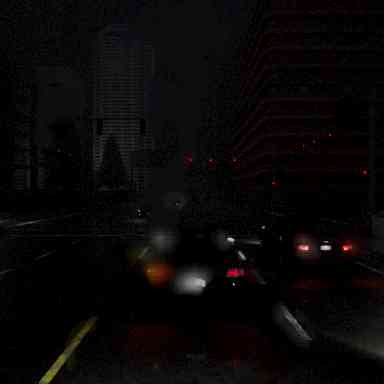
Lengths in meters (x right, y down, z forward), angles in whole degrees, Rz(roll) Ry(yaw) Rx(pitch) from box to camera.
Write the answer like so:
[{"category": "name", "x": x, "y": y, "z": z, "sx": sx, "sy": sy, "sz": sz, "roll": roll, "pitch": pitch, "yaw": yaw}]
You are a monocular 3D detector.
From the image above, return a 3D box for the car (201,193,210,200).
[{"category": "car", "x": 3.642, "y": 1.207, "z": 90.481, "sx": 2.150, "sy": 2.045, "sz": 5.566, "roll": 0, "pitch": 0, "yaw": 0}]

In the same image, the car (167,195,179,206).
[{"category": "car", "x": -3.509, "y": 1.601, "z": 53.179, "sx": 1.895, "sy": 1.301, "sz": 4.718, "roll": 0, "pitch": 0, "yaw": 0}]

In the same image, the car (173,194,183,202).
[{"category": "car", "x": -3.374, "y": 1.355, "z": 80.242, "sx": 2.097, "sy": 1.767, "sz": 4.553, "roll": 0, "pitch": 0, "yaw": 0}]

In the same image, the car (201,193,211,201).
[{"category": "car", "x": 3.627, "y": 1.493, "z": 80.597, "sx": 1.837, "sy": 1.490, "sz": 4.892, "roll": 0, "pitch": 0, "yaw": 0}]

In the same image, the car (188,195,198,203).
[{"category": "car", "x": 0.206, "y": 1.503, "z": 67.664, "sx": 1.837, "sy": 1.490, "sz": 4.892, "roll": 0, "pitch": 0, "yaw": 0}]

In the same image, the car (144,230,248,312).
[{"category": "car", "x": 0.081, "y": 1.564, "z": 7.820, "sx": 1.994, "sy": 1.385, "sz": 4.181, "roll": 0, "pitch": 0, "yaw": 0}]

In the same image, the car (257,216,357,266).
[{"category": "car", "x": 3.607, "y": 1.547, "z": 11.437, "sx": 2.033, "sy": 1.411, "sz": 5.357, "roll": 0, "pitch": 0, "yaw": 0}]

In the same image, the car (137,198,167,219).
[{"category": "car", "x": -3.557, "y": 1.496, "z": 28.989, "sx": 1.837, "sy": 1.490, "sz": 4.892, "roll": 0, "pitch": 0, "yaw": 0}]

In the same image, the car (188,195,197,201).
[{"category": "car", "x": 0.128, "y": 1.534, "z": 81.459, "sx": 2.033, "sy": 1.411, "sz": 5.357, "roll": 0, "pitch": 0, "yaw": 0}]

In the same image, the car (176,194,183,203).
[{"category": "car", "x": -3.396, "y": 1.492, "z": 68.974, "sx": 2.128, "sy": 1.511, "sz": 4.902, "roll": 0, "pitch": 0, "yaw": 0}]
